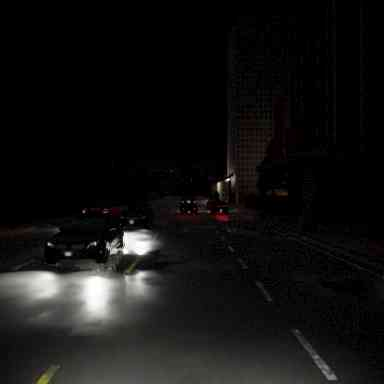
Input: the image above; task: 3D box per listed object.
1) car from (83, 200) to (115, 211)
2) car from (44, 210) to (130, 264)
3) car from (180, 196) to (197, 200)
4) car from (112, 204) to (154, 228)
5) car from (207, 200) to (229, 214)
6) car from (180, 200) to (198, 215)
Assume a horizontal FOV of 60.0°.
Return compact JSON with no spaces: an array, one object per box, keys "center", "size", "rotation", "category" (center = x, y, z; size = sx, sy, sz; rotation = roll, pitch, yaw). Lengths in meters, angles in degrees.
[{"center":[-7.309,1.448,26.859],"size":[2.097,1.767,4.553],"rotation":[0,0,-1],"category":"car"},{"center":[-3.734,1.606,12.303],"size":[1.812,1.442,4.674],"rotation":[0,-1,-1],"category":"car"},{"center":[-0.456,1.526,47.135],"size":[2.150,2.045,5.566],"rotation":[0,0,-1],"category":"car"},{"center":[-3.802,1.641,23.360],"size":[2.128,1.511,4.902],"rotation":[0,0,0],"category":"car"},{"center":[3.129,1.752,38.354],"size":[1.837,1.490,4.892],"rotation":[0,0,0],"category":"car"},{"center":[-0.335,1.842,37.368],"size":[1.895,1.301,4.718],"rotation":[0,0,-1],"category":"car"}]
